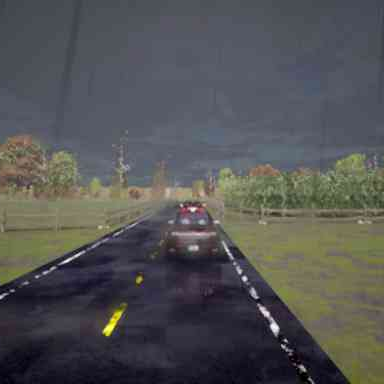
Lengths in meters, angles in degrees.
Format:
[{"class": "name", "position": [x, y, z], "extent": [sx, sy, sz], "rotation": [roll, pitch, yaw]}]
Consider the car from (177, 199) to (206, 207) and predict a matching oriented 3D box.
[{"class": "car", "position": [0.079, 1.417, 27.659], "extent": [2.097, 1.767, 4.553], "rotation": [0, 0, 0]}]

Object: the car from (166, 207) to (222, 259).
[{"class": "car", "position": [0.074, 1.522, 12.656], "extent": [2.128, 1.511, 4.902], "rotation": [0, 0, 0]}]

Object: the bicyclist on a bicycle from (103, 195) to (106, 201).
[{"class": "bicyclist on a bicycle", "position": [-22.378, 1.632, 84.914], "extent": [0.582, 1.620, 1.656], "rotation": [0, 0, 1]}]

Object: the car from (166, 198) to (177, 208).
[{"class": "car", "position": [-2.810, 1.653, 49.412], "extent": [2.033, 1.411, 5.357], "rotation": [0, 0, 0]}]
